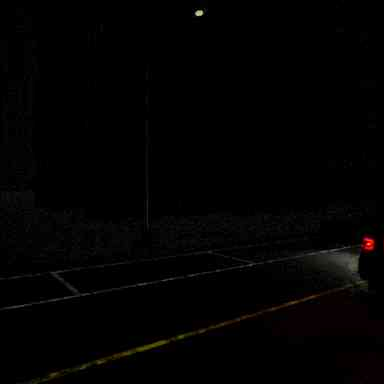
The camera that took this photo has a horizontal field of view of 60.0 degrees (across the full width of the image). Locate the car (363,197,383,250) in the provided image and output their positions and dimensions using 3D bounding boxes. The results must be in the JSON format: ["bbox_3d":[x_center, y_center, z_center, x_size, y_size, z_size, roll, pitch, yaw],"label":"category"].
[{"bbox_3d":[9.863,1.223,14.277,5.566,2.045,2.150,0,0,-35],"label":"car"}]

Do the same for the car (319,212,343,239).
[{"bbox_3d":[8.034,1.546,16.252,4.507,1.381,1.887,0,0,-35],"label":"car"}]

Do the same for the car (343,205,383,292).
[{"bbox_3d":[6.083,1.223,7.652,5.566,2.045,2.150,0,0,-35],"label":"car"}]
